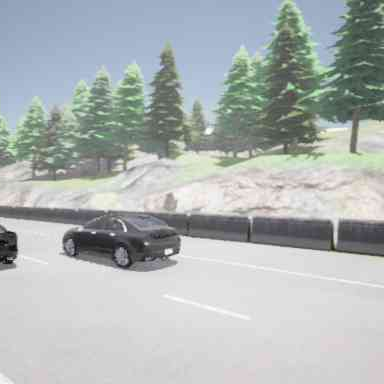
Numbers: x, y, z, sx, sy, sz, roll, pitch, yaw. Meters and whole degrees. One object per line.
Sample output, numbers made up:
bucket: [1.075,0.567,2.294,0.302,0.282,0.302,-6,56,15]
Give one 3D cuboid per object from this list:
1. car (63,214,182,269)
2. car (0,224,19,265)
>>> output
car: [-2.517,1.500,11.215,4.892,1.490,1.837,-1,0,40]
car: [-7.468,1.544,10.838,5.008,1.535,1.882,-1,0,40]
